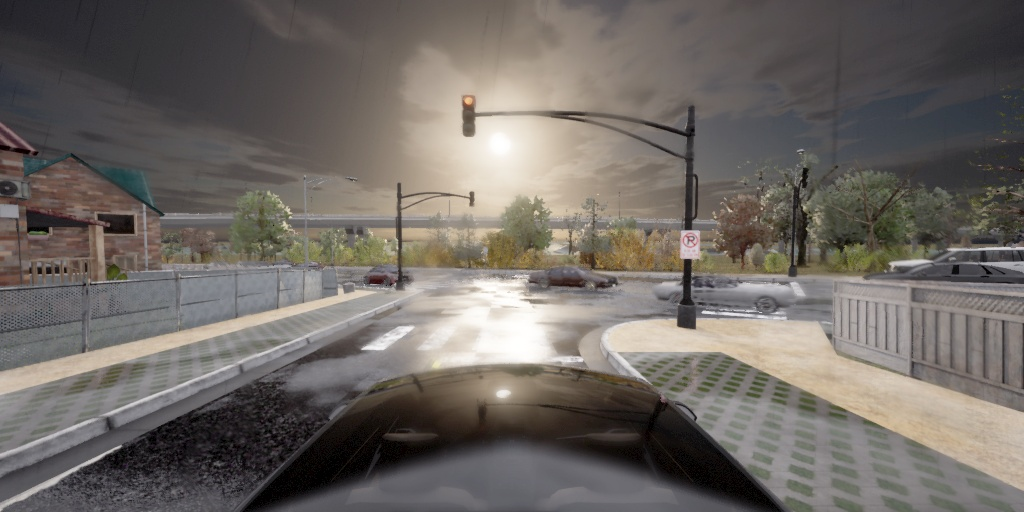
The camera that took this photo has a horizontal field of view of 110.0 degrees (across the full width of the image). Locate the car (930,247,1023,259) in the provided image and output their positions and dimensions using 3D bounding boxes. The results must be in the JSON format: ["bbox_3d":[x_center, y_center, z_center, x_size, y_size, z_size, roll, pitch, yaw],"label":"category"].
[{"bbox_3d":[21.506,0.611,16.833,5.566,2.045,2.150,0,2,36],"label":"car"}]

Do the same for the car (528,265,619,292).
[{"bbox_3d":[3.540,1.283,21.595,5.357,1.411,2.033,0,2,36],"label":"car"}]

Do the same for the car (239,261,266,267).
[{"bbox_3d":[-38.160,1.491,51.919,4.553,1.767,2.097,-1,2,36],"label":"car"}]

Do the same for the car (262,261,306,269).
[{"bbox_3d":[-23.842,1.582,37.421,4.674,1.442,1.812,0,2,36],"label":"car"}]

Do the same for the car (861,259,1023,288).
[{"bbox_3d":[18.203,1.017,15.226,4.892,1.490,1.837,-1,2,36],"label":"car"}]

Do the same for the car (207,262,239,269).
[{"bbox_3d":[-40.067,1.561,49.287,4.553,1.767,2.097,-1,2,36],"label":"car"}]

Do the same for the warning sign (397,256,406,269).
[{"bbox_3d":[-14.327,0.719,46.220,1.060,1.860,1.300,0,0,36],"label":"warning sign"}]

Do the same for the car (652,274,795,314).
[{"bbox_3d":[8.223,1.390,14.211,4.718,1.301,1.895,0,2,36],"label":"car"}]

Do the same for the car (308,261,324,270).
[{"bbox_3d":[-23.748,1.524,41.368,4.181,1.385,1.994,-1,2,36],"label":"car"}]

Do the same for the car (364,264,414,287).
[{"bbox_3d":[-9.248,1.500,26.848,4.181,1.385,1.994,0,2,36],"label":"car"}]

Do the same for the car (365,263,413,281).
[{"bbox_3d":[-11.118,1.419,32.213,4.181,1.385,1.994,0,2,36],"label":"car"}]
